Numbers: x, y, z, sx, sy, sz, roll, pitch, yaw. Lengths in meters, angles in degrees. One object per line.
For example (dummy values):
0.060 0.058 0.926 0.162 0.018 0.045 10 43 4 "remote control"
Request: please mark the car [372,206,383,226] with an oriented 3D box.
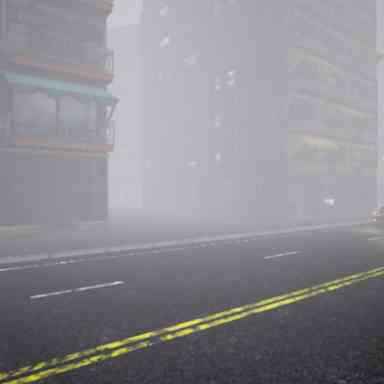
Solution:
13.978 1.371 22.237 4.553 1.767 2.097 0 0 -38 "car"
